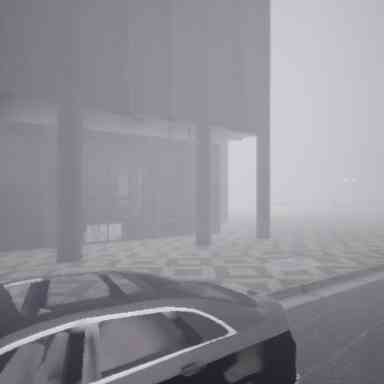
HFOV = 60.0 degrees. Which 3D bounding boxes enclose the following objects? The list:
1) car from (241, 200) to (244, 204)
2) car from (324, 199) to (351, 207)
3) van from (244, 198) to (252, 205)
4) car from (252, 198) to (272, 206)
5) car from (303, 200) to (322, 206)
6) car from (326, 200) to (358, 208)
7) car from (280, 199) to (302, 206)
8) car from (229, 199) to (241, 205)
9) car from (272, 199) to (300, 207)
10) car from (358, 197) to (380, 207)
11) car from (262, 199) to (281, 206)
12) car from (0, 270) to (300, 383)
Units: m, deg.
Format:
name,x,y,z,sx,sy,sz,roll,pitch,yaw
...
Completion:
name,x,y,z,sx,sy,sz,roll,pitch,yaw
car,12.672,2.697,89.614,2.008,1.369,4.403,-1,0,-35
car,29.060,2.220,66.640,1.887,1.381,4.507,-1,0,-35
van,15.946,2.395,85.020,1.690,1.788,3.998,-1,0,-35
car,15.562,2.395,70.883,2.008,1.369,4.403,-1,0,-35
car,25.780,2.352,71.240,1.802,1.307,4.206,-1,0,-35
car,25.394,2.106,57.102,1.887,1.381,4.507,-1,0,-35
car,22.505,2.410,75.829,1.887,1.381,4.507,-1,0,-35
car,9.007,2.583,80.072,2.008,1.369,4.403,-1,0,-35
car,18.839,2.299,66.289,2.008,1.369,4.403,-1,0,-35
car,32.333,1.898,62.048,2.192,1.841,5.009,-1,0,-35
car,19.225,2.400,80.425,1.967,1.590,4.097,-1,0,-35
car,-1.260,1.492,2.479,4.902,1.511,2.128,0,0,-36
